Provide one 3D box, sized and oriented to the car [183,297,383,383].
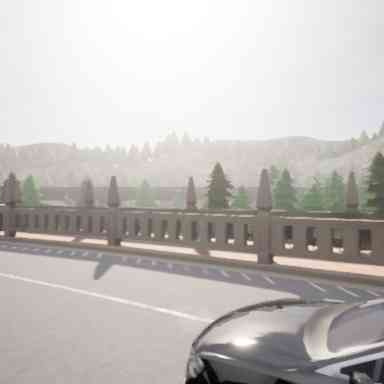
[{"bbox_3d":[2.146,1.473,2.278,4.902,1.511,2.128,0,0,36],"label":"car"}]
